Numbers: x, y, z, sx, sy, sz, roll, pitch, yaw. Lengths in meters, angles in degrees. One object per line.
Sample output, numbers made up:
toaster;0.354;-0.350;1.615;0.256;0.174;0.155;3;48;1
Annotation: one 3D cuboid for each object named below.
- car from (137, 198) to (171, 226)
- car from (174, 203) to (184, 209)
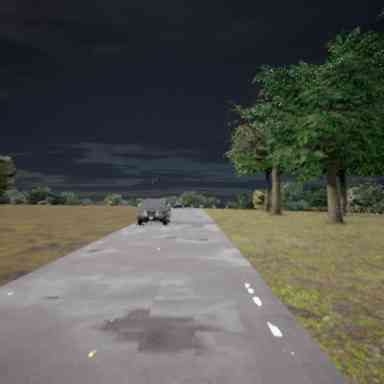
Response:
car;-2.831;1.482;25.864;2.150;2.045;5.566;0;-1;0
car;-2.619;2.776;66.483;1.895;1.301;4.718;0;-2;0
